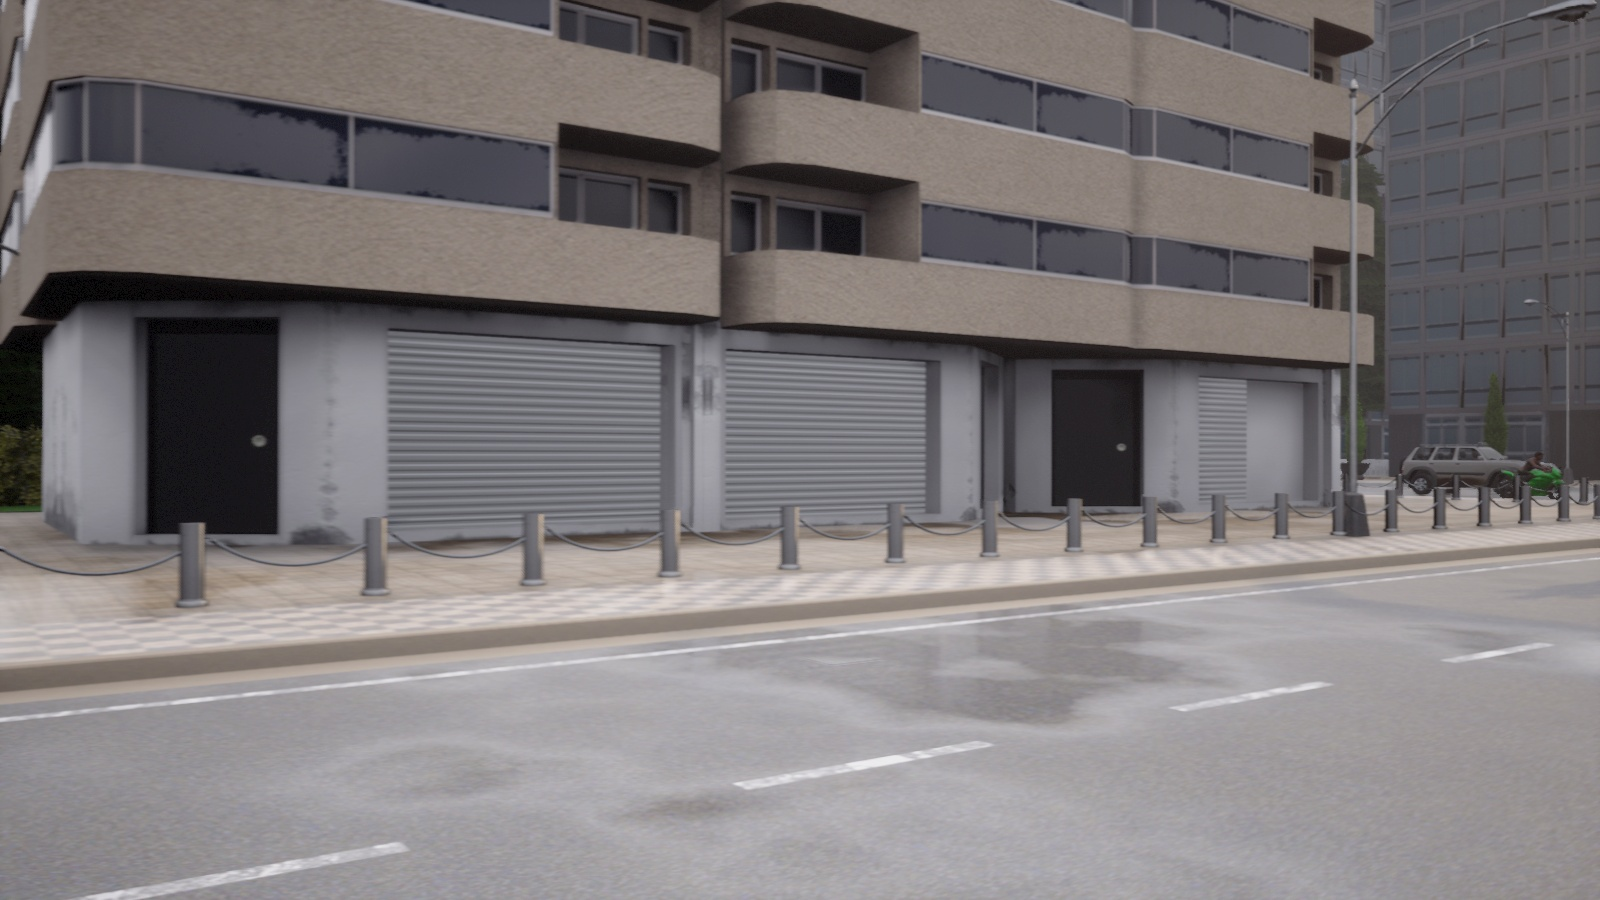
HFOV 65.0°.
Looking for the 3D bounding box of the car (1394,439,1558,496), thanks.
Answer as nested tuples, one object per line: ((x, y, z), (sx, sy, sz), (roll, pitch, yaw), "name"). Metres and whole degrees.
((23.240, 0.563, 43.355), (1.932, 1.855, 4.605), (0, 0, -35), "car")

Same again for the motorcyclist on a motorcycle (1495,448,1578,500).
((22.478, 0.718, 38.351), (0.797, 1.523, 2.044), (0, 0, -35), "motorcyclist on a motorcycle")
